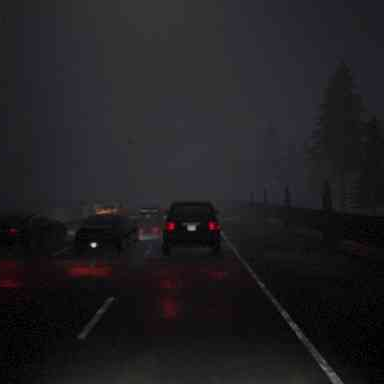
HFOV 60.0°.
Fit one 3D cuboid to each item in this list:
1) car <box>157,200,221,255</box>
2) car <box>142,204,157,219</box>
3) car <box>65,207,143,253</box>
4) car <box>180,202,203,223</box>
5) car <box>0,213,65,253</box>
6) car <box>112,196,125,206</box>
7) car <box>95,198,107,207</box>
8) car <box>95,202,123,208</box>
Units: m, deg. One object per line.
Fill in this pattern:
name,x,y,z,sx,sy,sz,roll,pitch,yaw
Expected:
car,-0.008,1.348,14.027,2.150,2.045,5.566,0,0,0
car,-3.514,1.766,29.291,2.128,1.511,4.902,0,0,0
car,-3.506,1.642,14.304,1.837,1.490,4.892,0,0,0
car,-0.013,1.753,29.494,1.882,1.535,5.008,0,0,0
car,-7.005,1.627,14.290,2.128,1.511,4.902,0,0,0
car,-15.157,1.864,68.766,2.150,2.045,5.566,0,-1,-8
car,-18.577,2.111,68.007,1.882,1.535,5.008,0,-1,-8
car,-7.013,1.753,29.483,1.882,1.535,5.008,0,0,0
